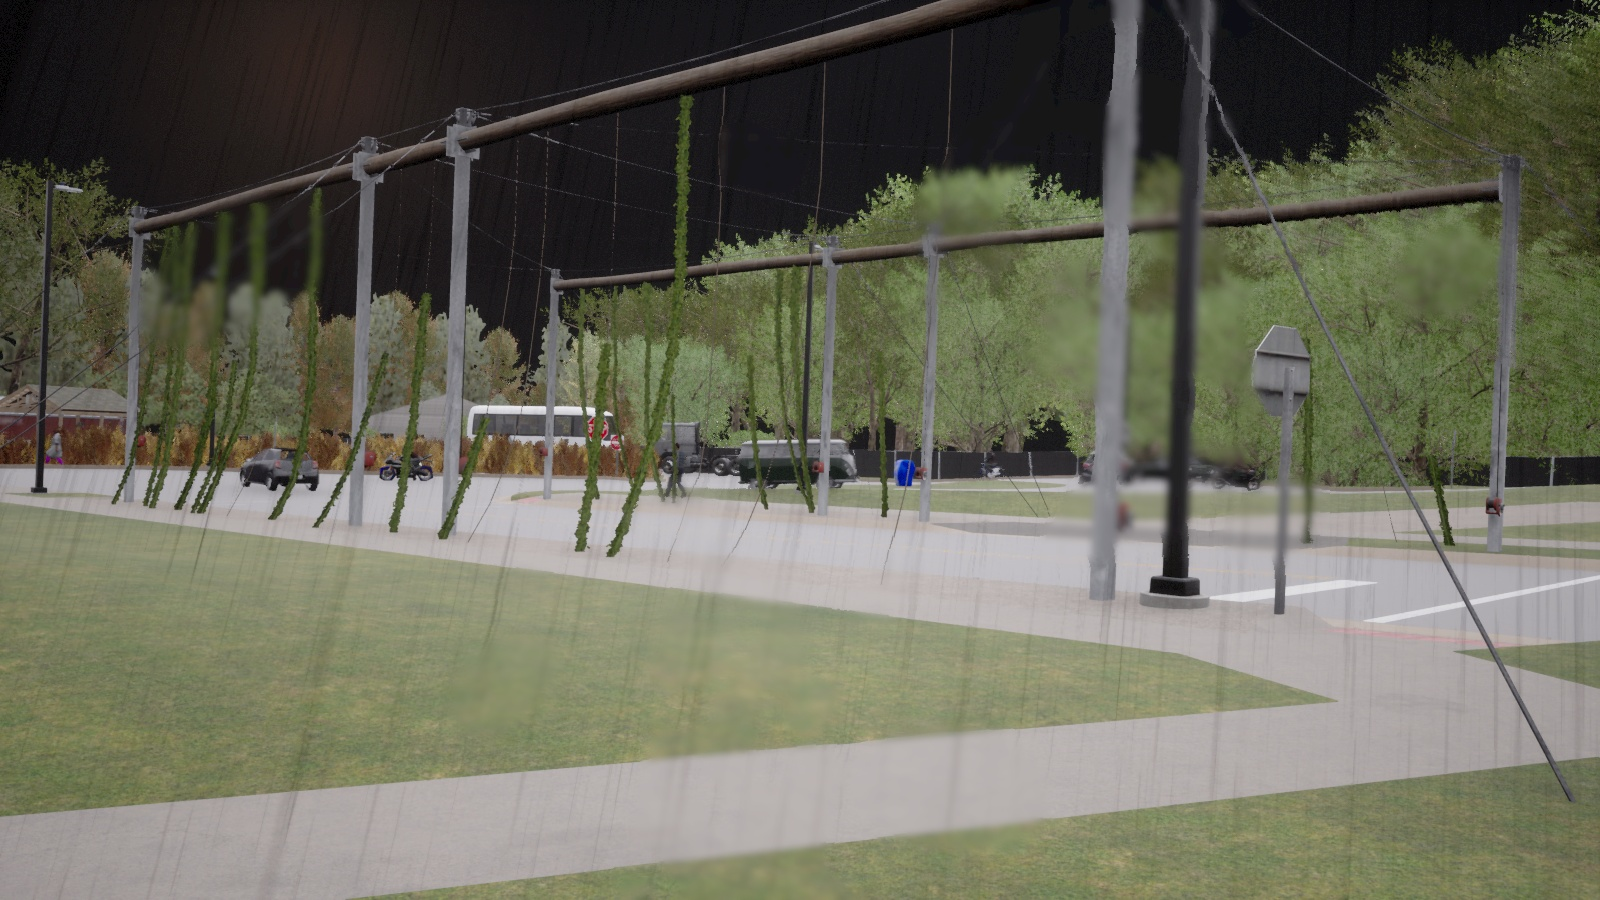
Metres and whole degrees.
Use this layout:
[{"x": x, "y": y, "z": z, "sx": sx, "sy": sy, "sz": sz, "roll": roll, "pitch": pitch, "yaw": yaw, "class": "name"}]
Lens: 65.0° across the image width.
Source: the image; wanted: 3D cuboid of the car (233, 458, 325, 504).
[{"x": -18.833, "y": 1.088, "z": 45.346, "sx": 1.845, "sy": 1.501, "sz": 3.633, "roll": 0, "pitch": 1, "yaw": -44, "class": "car"}]

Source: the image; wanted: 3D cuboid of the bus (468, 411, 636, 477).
[{"x": -16.414, "y": -0.399, "z": 83.291, "sx": 10.273, "sy": 4.253, "sz": 3.944, "roll": 0, "pitch": 0, "yaw": 14, "class": "bus"}]

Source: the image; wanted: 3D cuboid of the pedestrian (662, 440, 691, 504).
[{"x": -3.837, "y": 0.678, "z": 39.051, "sx": 0.788, "sy": 1.949, "sz": 0.423, "roll": 1, "pitch": 0, "yaw": 36, "class": "pedestrian"}]

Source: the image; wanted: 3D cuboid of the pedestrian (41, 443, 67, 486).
[{"x": -34.623, "y": 0.676, "z": 58.307, "sx": 0.873, "sy": 1.952, "sz": 0.659, "roll": 1, "pitch": 0, "yaw": -14, "class": "pedestrian"}]

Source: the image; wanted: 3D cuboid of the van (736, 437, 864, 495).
[{"x": 0.000, "y": 0.599, "z": 47.179, "sx": 4.442, "sy": 1.987, "sz": 1.775, "roll": -2, "pitch": 0, "yaw": 14, "class": "van"}]

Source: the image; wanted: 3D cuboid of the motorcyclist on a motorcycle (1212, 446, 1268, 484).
[{"x": 18.281, "y": 0.619, "z": 52.203, "sx": 2.044, "sy": 1.523, "sz": 0.797, "roll": 0, "pitch": 3, "yaw": -4, "class": "motorcyclist on a motorcycle"}]

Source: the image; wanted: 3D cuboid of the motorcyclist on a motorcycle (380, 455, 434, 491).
[{"x": -16.924, "y": 0.985, "z": 54.115, "sx": 2.191, "sy": 1.530, "sz": 0.866, "roll": 0, "pitch": 1, "yaw": -21, "class": "motorcyclist on a motorcycle"}]

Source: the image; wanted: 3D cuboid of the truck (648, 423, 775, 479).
[{"x": -5.782, "y": 0.027, "z": 81.616, "sx": 7.936, "sy": 3.462, "sz": 2.891, "roll": 0, "pitch": 1, "yaw": 27, "class": "truck"}]

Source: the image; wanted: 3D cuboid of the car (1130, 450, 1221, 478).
[{"x": 18.309, "y": 0.638, "z": 61.469, "sx": 1.895, "sy": 1.301, "sz": 4.718, "roll": 0, "pitch": 0, "yaw": -19, "class": "car"}]

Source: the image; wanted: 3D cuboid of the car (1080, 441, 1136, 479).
[{"x": 14.492, "y": 0.448, "z": 58.948, "sx": 2.242, "sy": 1.667, "sz": 4.611, "roll": -1, "pitch": 0, "yaw": 17, "class": "car"}]
